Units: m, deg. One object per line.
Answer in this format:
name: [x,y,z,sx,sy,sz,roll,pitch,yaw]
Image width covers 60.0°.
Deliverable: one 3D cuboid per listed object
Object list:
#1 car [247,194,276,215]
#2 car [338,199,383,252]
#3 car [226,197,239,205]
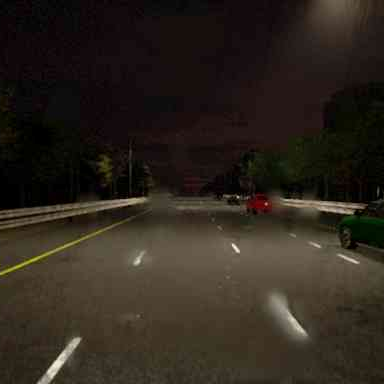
car: [7.015,1.240,33.940,2.150,2.045,5.566,0,0,0]
car: [7.002,1.224,11.105,2.150,2.045,5.566,0,0,0]
car: [7.083,1.595,58.302,1.837,1.490,4.892,0,0,0]
